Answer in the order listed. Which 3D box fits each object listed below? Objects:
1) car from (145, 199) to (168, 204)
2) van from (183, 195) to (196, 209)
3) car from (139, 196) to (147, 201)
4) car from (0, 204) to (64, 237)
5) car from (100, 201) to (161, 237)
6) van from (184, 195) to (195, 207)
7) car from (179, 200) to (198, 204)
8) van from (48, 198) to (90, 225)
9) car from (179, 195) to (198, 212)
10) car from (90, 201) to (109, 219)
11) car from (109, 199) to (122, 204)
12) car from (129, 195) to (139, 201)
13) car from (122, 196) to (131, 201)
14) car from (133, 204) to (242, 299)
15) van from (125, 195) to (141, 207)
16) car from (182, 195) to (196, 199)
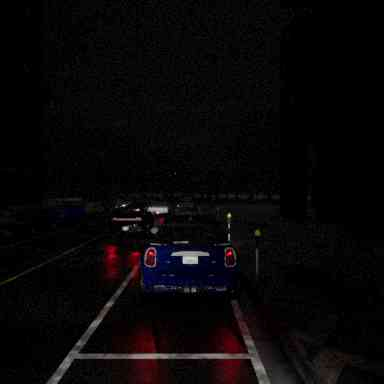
[{"bbox_3d":[-3.130,1.607,32.873,1.895,1.301,4.718,0,0,0],"label":"car"},{"bbox_3d":[-0.384,1.353,45.324,1.690,1.788,3.998,0,0,0],"label":"van"},{"bbox_3d":[-6.162,1.613,46.427,1.895,1.301,4.718,0,0,0],"label":"car"},{"bbox_3d":[-8.909,1.567,18.136,1.947,1.339,4.313,0,0,0],"label":"car"},{"bbox_3d":[-3.127,1.494,18.126,2.128,1.511,4.902,0,0,0],"label":"car"},{"bbox_3d":[-0.384,1.356,50.761,1.690,1.788,3.998,0,0,0],"label":"van"},{"bbox_3d":[-0.384,1.528,23.743,1.752,1.417,4.829,0,0,0],"label":"car"},{"bbox_3d":[-8.909,1.344,23.573,1.690,1.788,3.998,0,0,0],"label":"van"},{"bbox_3d":[-0.384,1.324,39.886,2.192,1.841,5.009,0,0,0],"label":"car"},{"bbox_3d":[-8.909,1.530,28.841,1.752,1.417,4.829,0,0,0],"label":"car"},{"bbox_3d":[-8.909,1.572,34.448,1.947,1.339,4.313,0,0,0],"label":"car"},{"bbox_3d":[-8.910,1.452,45.324,1.967,1.590,4.097,0,0,0],"label":"car"},{"bbox_3d":[-8.909,1.534,39.716,1.752,1.417,4.829,0,0,0],"label":"car"},{"bbox_3d":[-0.032,1.353,8.620,2.097,1.767,4.553,0,0,0],"label":"car"},{"bbox_3d":[-8.910,1.355,50.762,1.690,1.788,3.998,0,0,0],"label":"van"},{"bbox_3d":[-0.384,1.446,34.448,1.967,1.590,4.097,0,0,0],"label":"car"}]
